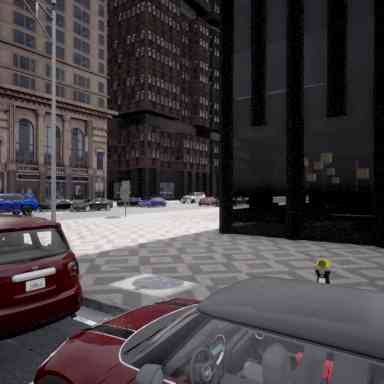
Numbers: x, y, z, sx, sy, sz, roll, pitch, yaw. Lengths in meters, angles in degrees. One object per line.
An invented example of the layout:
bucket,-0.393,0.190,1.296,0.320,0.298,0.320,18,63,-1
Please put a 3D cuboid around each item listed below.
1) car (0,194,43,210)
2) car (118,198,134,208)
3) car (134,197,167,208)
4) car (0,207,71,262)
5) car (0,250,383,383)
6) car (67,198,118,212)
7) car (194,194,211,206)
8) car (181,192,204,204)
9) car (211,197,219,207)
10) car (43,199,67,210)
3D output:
car,-16.853,1.167,29.986,2.150,2.045,5.566,0,0,34
car,-8.536,1.483,47.285,1.895,1.301,4.718,0,0,35
car,-5.408,1.419,46.077,1.812,1.442,4.674,0,0,36
car,-4.030,1.314,5.812,5.009,1.841,2.192,0,0,35
car,0.540,1.440,2.572,4.097,1.590,1.967,0,0,35
car,-11.218,1.425,37.903,1.837,1.490,4.892,0,0,36
car,2.809,1.445,51.807,1.994,1.385,4.181,0,0,37
car,0.335,1.115,59.622,2.150,2.045,5.566,0,0,35
car,5.222,1.401,49.587,1.837,1.490,4.892,0,0,36
car,-15.258,1.514,37.831,1.895,1.301,4.718,0,0,35
